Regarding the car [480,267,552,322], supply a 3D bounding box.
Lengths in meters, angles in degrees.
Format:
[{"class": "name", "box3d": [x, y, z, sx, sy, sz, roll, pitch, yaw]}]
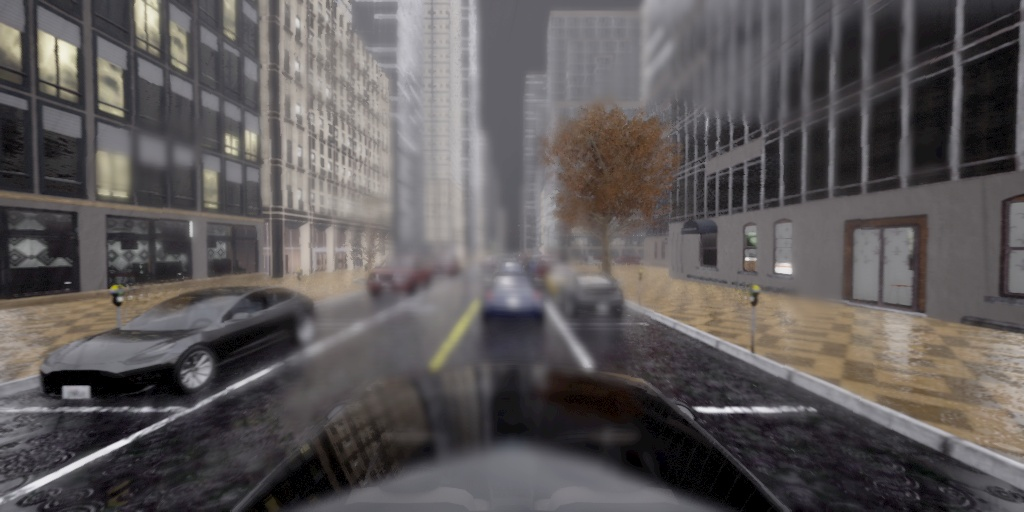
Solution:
[{"class": "car", "box3d": [0.056, 1.224, 11.922, 1.994, 1.385, 4.181, 0, 0, 1]}]

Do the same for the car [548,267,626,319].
[{"class": "car", "box3d": [2.564, 1.209, 12.243, 2.007, 1.370, 4.403, 0, 0, 0]}]

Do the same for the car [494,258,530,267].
[{"class": "car", "box3d": [0.043, 1.091, 25.394, 2.033, 1.411, 5.357, 0, 1, 1]}]

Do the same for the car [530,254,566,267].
[{"class": "car", "box3d": [2.564, 0.875, 23.540, 2.192, 1.841, 5.009, 0, 0, 0]}]

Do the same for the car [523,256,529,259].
[{"class": "car", "box3d": [2.564, 0.978, 40.486, 1.948, 1.339, 4.313, 0, 0, 0]}]

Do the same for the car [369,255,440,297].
[{"class": "car", "box3d": [-5.317, 0.924, 17.859, 2.192, 1.841, 5.009, 0, 0, 0]}]

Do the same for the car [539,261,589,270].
[{"class": "car", "box3d": [2.564, 1.135, 18.061, 1.751, 1.417, 4.829, 0, 0, 0]}]

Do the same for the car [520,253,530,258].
[{"class": "car", "box3d": [2.564, 0.677, 46.134, 2.192, 1.841, 5.009, 0, 0, 0]}]

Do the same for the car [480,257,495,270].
[{"class": "car", "box3d": [-2.825, 0.904, 44.335, 1.812, 1.442, 4.674, 0, 0, 0]}]

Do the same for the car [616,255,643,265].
[{"class": "car", "box3d": [20.179, 0.898, 61.804, 4.207, 1.307, 1.802, 0, 0, 0]}]

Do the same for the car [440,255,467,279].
[{"class": "car", "box3d": [-5.317, 0.825, 29.156, 2.192, 1.841, 5.009, 0, 0, 0]}]

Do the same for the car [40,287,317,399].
[{"class": "car", "box3d": [-5.317, 1.273, 6.562, 1.948, 1.339, 4.313, 0, 0, 0]}]
